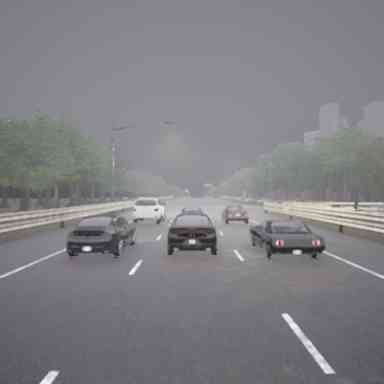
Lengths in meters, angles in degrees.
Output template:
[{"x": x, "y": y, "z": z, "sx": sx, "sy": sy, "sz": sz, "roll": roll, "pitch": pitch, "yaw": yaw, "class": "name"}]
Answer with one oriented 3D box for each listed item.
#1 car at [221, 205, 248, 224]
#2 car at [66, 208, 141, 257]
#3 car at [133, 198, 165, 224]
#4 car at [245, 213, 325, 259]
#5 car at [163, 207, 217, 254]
[{"x": 3.507, "y": 1.818, "z": 27.520, "sx": 2.033, "sy": 1.411, "sz": 5.357, "roll": 0, "pitch": 0, "yaw": 0, "class": "car"}, {"x": -3.481, "y": 1.644, "z": 13.506, "sx": 1.837, "sy": 1.490, "sz": 4.892, "roll": 0, "pitch": 0, "yaw": 0, "class": "car"}, {"x": -3.492, "y": 1.496, "z": 27.582, "sx": 2.150, "sy": 2.045, "sz": 5.566, "roll": 0, "pitch": 0, "yaw": 0, "class": "car"}, {"x": 3.518, "y": 1.736, "z": 13.267, "sx": 1.895, "sy": 1.301, "sz": 4.718, "roll": 0, "pitch": -1, "yaw": 0, "class": "car"}, {"x": 0.025, "y": 1.622, "z": 14.240, "sx": 1.882, "sy": 1.535, "sz": 5.008, "roll": 0, "pitch": 0, "yaw": 0, "class": "car"}]
